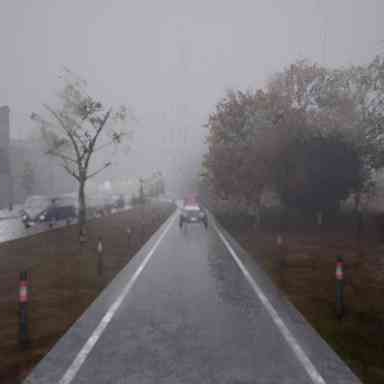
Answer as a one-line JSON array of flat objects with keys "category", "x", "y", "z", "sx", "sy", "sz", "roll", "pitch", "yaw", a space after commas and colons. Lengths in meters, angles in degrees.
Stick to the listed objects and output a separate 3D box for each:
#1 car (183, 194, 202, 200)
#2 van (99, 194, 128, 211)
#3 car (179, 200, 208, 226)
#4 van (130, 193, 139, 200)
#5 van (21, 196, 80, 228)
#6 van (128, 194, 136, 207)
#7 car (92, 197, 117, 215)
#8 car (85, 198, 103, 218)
[{"category": "car", "x": 0.081, "y": 1.243, "z": 41.669, "sx": 2.150, "sy": 2.045, "sz": 5.566, "roll": 0, "pitch": -1, "yaw": 0}, {"category": "van", "x": -9.101, "y": 1.222, "z": 38.891, "sx": 1.878, "sy": 1.987, "sz": 4.442, "roll": 0, "pitch": -1, "yaw": -3}, {"category": "car", "x": 0.092, "y": 1.520, "z": 22.963, "sx": 1.812, "sy": 1.442, "sz": 4.674, "roll": 0, "pitch": 0, "yaw": 0}, {"category": "van", "x": -16.055, "y": 1.346, "z": 92.861, "sx": 1.878, "sy": 1.987, "sz": 4.442, "roll": 1, "pitch": -2, "yaw": -16}, {"category": "van", "x": -9.078, "y": 1.212, "z": 21.182, "sx": 1.878, "sy": 1.987, "sz": 4.442, "roll": 0, "pitch": 0, "yaw": 2}, {"category": "van", "x": -9.269, "y": 1.237, "z": 48.841, "sx": 1.878, "sy": 1.987, "sz": 4.442, "roll": 0, "pitch": -1, "yaw": -2}, {"category": "car", "x": -9.089, "y": 1.466, "z": 32.378, "sx": 2.163, "sy": 1.488, "sz": 4.792, "roll": 0, "pitch": -1, "yaw": -2}, {"category": "car", "x": -9.082, "y": 1.426, "z": 26.867, "sx": 2.231, "sy": 1.521, "sz": 4.892, "roll": 0, "pitch": -1, "yaw": -2}]
